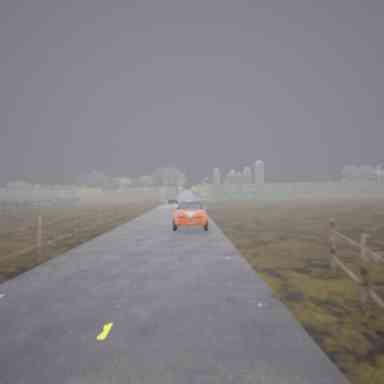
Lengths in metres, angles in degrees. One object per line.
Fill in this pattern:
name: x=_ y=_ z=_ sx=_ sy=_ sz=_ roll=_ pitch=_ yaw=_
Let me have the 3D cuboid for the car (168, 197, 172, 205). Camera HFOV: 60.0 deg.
car: x=-3.338 y=1.564 z=59.614 sx=1.895 sy=1.301 sz=4.718 roll=0 pitch=0 yaw=-1

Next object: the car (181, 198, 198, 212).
car: x=-0.286 y=1.521 z=39.393 sx=1.812 sy=1.442 sz=4.674 roll=0 pitch=0 yaw=0

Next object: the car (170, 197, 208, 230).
car: x=-0.108 y=1.369 z=21.312 sx=2.097 sy=1.767 sz=4.553 roll=0 pitch=0 yaw=-1
